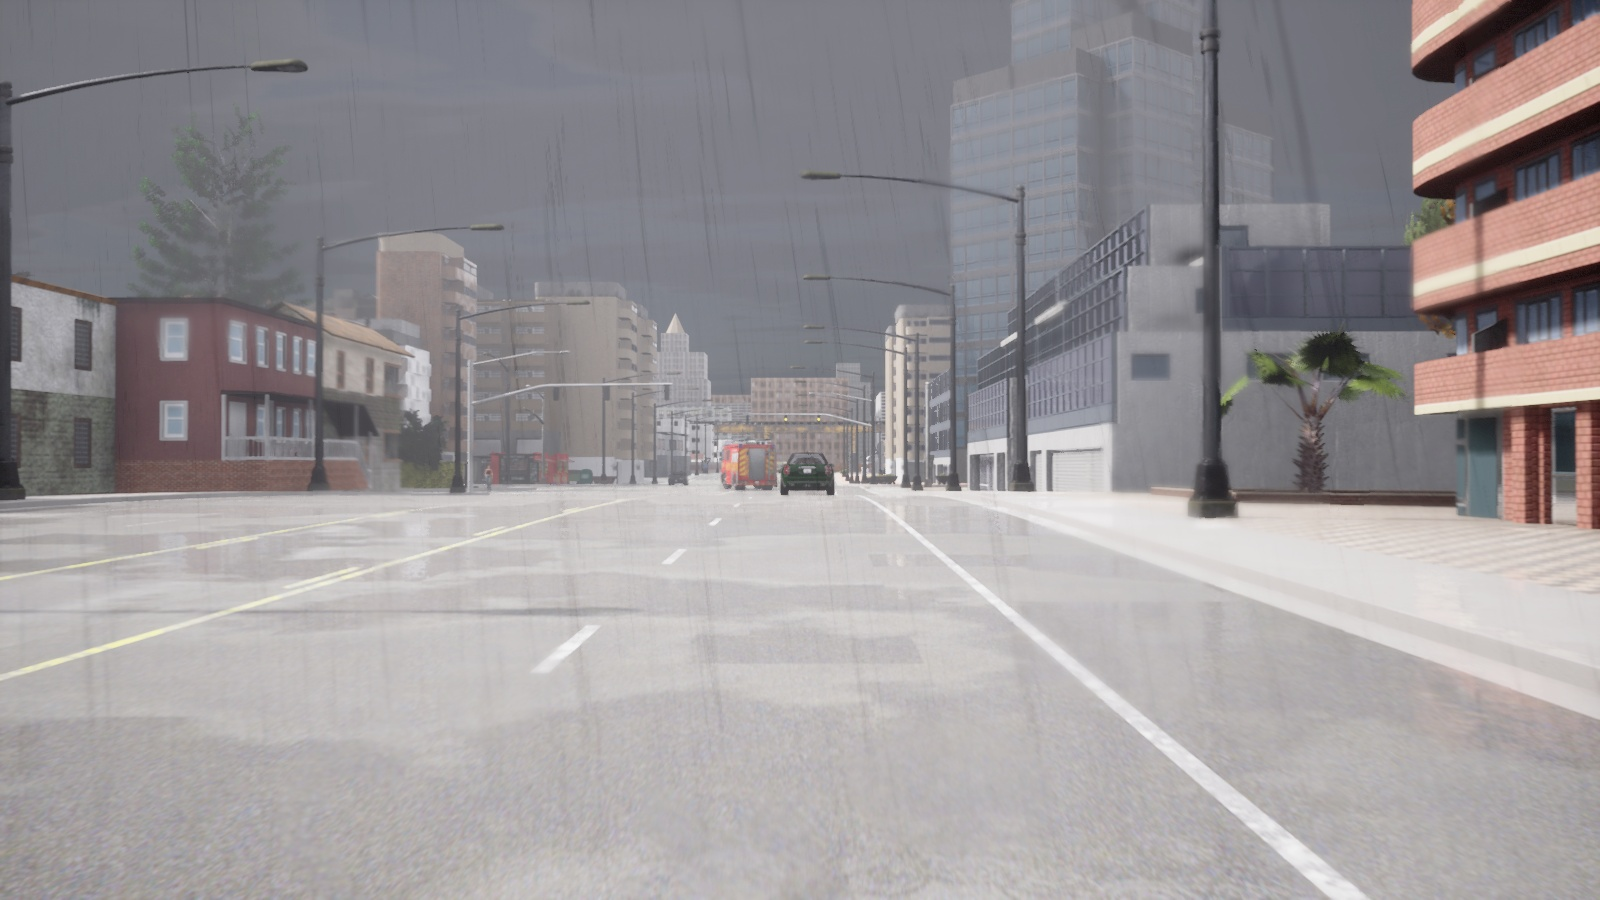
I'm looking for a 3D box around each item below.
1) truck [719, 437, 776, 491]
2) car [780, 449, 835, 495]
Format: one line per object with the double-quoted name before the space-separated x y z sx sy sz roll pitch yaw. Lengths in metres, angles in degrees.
"truck" -4.019 1.066 94.513 2.891 3.827 8.468 0 -1 -12
"car" 0.295 0.916 49.841 2.097 1.767 4.553 0 -2 0
